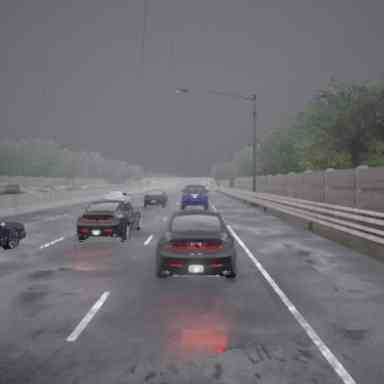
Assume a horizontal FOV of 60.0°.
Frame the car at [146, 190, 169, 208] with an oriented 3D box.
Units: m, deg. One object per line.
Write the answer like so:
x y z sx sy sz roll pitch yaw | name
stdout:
-3.240 0.575 30.738 1.882 1.535 5.008 0 2 0 | car

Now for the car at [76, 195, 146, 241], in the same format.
-3.337 1.091 14.066 1.837 1.490 4.892 0 2 0 | car

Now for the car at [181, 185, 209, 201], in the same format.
0.242 0.391 28.273 2.150 2.045 5.566 0 2 1 | car

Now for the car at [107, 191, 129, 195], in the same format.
-6.744 0.638 30.207 1.812 1.442 4.674 0 2 0 | car

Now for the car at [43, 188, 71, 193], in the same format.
-17.341 0.209 44.068 1.837 1.490 4.892 0 1 1 | car

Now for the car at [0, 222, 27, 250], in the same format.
-6.881 1.266 9.494 2.033 1.411 5.357 0 2 1 | car

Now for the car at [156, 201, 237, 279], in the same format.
0.116 1.235 9.170 1.837 1.490 4.892 0 2 1 | car

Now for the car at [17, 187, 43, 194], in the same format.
-20.837 0.263 44.178 1.994 1.385 4.181 0 2 1 | car

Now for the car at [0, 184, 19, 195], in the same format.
-24.348 -0.050 43.038 2.150 2.045 5.566 0 2 1 | car
